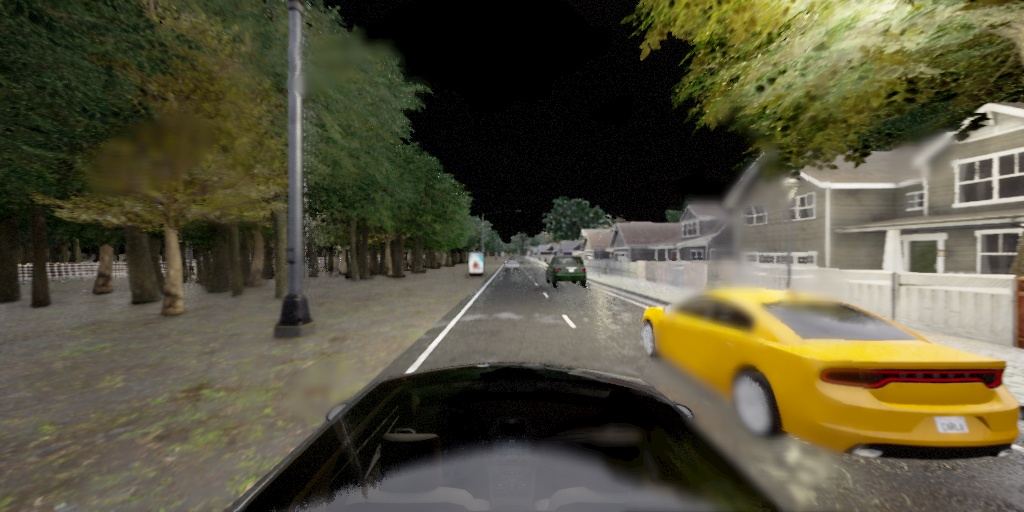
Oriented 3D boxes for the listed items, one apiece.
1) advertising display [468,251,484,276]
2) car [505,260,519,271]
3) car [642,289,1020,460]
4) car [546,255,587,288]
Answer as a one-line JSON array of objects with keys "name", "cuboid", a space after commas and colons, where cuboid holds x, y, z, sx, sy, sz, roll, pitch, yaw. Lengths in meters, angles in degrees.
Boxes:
[{"name": "advertising display", "cuboid": [-3.541, 0.784, 35.507, 1.540, 2.440, 0.280, 0, 0, 0]}, {"name": "car", "cuboid": [0.030, 1.351, 49.768, 1.895, 1.301, 4.718, 0, 0, 0]}, {"name": "car", "cuboid": [3.589, 1.225, 5.405, 1.882, 1.535, 5.008, 0, 0, 0]}, {"name": "car", "cuboid": [3.573, 0.972, 24.237, 2.150, 2.045, 5.566, 0, 0, 0]}]
